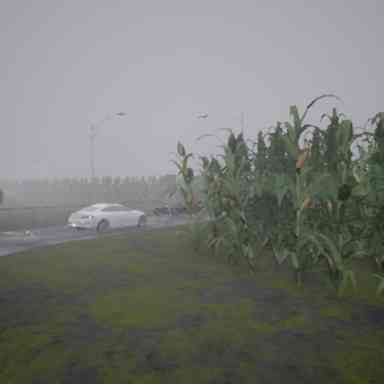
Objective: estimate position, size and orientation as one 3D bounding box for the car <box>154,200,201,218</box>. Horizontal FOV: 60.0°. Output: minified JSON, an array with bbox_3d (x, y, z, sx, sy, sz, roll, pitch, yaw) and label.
[{"bbox_3d":[-1.217,1.359,27.859,1.895,1.301,4.718,-1,0,35],"label":"car"}]

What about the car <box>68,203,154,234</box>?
[{"bbox_3d":[-4.423,1.341,18.047,1.812,1.442,4.674,-1,0,34],"label":"car"}]
